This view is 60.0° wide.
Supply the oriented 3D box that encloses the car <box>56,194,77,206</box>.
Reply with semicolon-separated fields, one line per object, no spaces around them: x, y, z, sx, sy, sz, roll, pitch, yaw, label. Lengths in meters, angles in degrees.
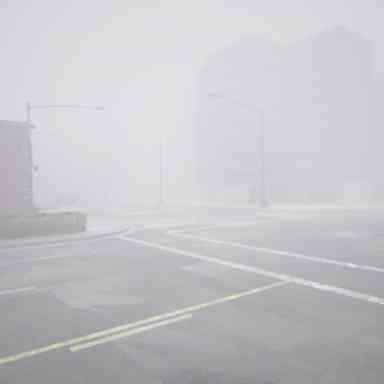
-19.282;1.135;50.958;2.097;1.767;4.553;-1;1;-37;car
